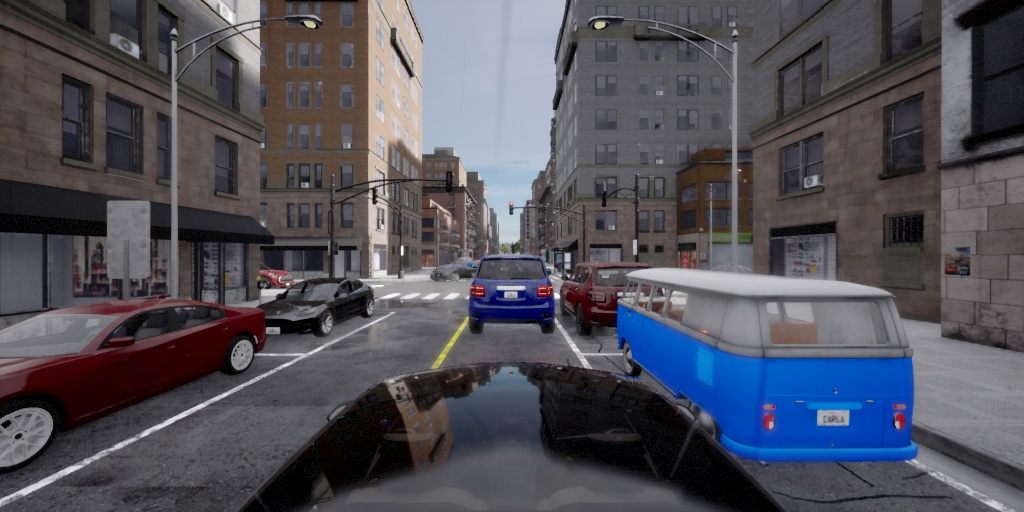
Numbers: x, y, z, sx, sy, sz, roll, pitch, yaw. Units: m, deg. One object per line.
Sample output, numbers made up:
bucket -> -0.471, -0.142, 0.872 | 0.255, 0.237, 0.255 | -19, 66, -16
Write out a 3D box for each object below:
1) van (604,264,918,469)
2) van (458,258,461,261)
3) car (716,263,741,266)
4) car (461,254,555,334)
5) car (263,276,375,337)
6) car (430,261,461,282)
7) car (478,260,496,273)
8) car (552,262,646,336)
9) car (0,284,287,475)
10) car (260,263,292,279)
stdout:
van -> 2.634, 1.091, 4.794 | 1.690, 1.789, 3.998 | 0, 0, 0
van -> -5.535, 1.087, 42.242 | 1.690, 1.789, 3.998 | 0, 0, 0
car -> 14.684, 1.225, 25.220 | 5.357, 1.411, 2.033 | 0, 0, 0
car -> 0.036, 0.971, 10.807 | 2.150, 2.045, 5.566 | 0, 0, 1
car -> -5.409, 1.316, 10.278 | 1.948, 1.339, 4.313 | 0, 0, 0
car -> -4.647, 1.312, 28.920 | 1.994, 1.385, 4.181 | 0, 0, 27
car -> -2.982, 1.250, 43.600 | 1.837, 1.490, 4.892 | 0, 0, 0
car -> 2.616, 1.065, 10.305 | 2.192, 1.841, 5.009 | 0, 0, 0
car -> -5.391, 1.295, 4.768 | 1.888, 1.381, 4.507 | 0, 0, 0
car -> -16.084, 1.164, 22.122 | 4.553, 1.767, 2.097 | 0, 0, 0
